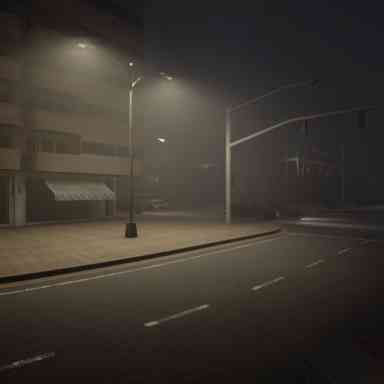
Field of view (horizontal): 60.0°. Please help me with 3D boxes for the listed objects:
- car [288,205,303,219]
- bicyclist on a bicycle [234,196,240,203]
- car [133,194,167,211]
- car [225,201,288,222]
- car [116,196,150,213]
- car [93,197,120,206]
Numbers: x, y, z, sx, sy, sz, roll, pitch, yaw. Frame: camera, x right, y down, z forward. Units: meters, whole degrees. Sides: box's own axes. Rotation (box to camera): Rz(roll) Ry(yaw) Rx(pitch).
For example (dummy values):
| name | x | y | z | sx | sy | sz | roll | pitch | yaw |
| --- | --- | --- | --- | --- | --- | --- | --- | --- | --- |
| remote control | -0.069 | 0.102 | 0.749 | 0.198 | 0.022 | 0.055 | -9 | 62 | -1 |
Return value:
| name | x | y | z | sx | sy | sz | roll | pitch | yaw |
| --- | --- | --- | --- | --- | --- | --- | --- | --- | --- |
| car | 7.795 | 1.618 | 30.019 | 4.181 | 1.385 | 1.994 | 0 | 0 | 41 |
| bicyclist on a bicycle | 6.415 | 1.356 | 46.991 | 0.582 | 1.620 | 1.656 | 0 | 0 | 41 |
| car | -5.608 | 1.276 | 41.519 | 5.566 | 2.045 | 2.150 | 0 | 0 | 41 |
| car | 4.932 | 1.547 | 27.465 | 2.128 | 1.511 | 4.902 | 0 | 0 | -45 |
| car | -7.590 | 1.547 | 38.608 | 4.902 | 1.511 | 2.128 | 0 | 0 | 41 |
| car | -15.272 | 1.603 | 59.228 | 5.357 | 1.411 | 2.033 | 0 | 0 | 41 |
